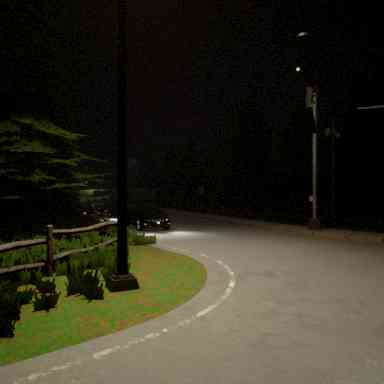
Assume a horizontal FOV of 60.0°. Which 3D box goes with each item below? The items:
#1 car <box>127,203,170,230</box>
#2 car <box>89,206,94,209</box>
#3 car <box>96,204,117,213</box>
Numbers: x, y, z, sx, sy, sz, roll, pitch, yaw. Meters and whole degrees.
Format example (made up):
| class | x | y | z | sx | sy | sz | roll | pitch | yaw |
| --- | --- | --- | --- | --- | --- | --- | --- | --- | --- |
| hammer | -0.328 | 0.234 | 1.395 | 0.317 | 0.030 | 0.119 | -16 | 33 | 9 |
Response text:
| class | x | y | z | sx | sy | sz | roll | pitch | yaw |
| --- | --- | --- | --- | --- | --- | --- | --- | --- | --- |
| car | -2.892 | 1.478 | 20.722 | 1.837 | 1.490 | 4.892 | 0 | 0 | -25 |
| car | -11.224 | 1.499 | 39.098 | 1.812 | 1.442 | 4.674 | 0 | 0 | -24 |
| car | -7.047 | 1.537 | 29.766 | 1.994 | 1.385 | 4.181 | 0 | 0 | -24 |
